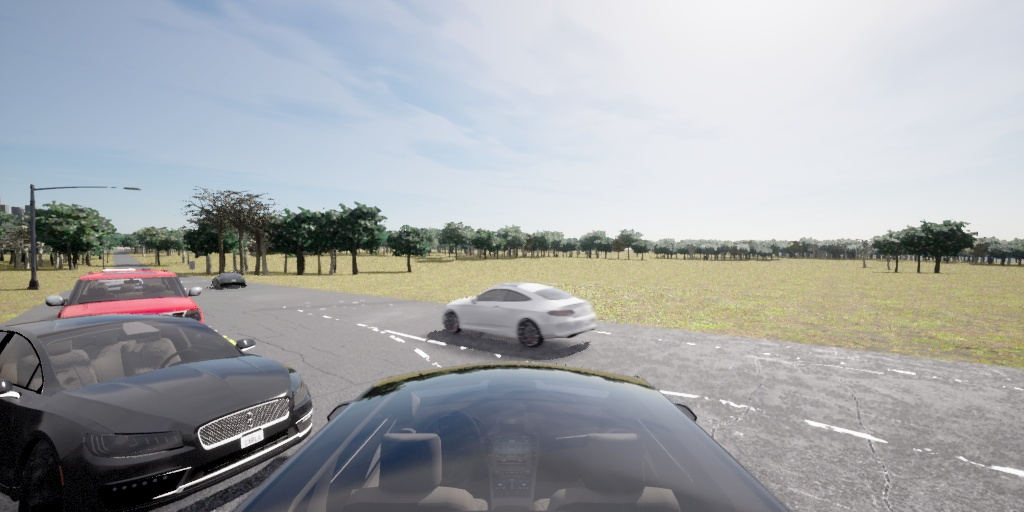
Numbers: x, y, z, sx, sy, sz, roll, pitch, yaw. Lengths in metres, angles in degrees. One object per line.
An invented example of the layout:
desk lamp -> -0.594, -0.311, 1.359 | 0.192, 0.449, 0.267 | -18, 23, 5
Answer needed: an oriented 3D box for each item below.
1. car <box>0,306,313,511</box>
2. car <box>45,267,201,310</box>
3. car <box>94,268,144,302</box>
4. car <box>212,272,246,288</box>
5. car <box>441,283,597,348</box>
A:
car -> -4.488, 1.445, 4.028 | 4.892, 1.490, 1.837 | -3, -3, 22
car -> -9.310, 1.386, 8.766 | 5.566, 2.045, 2.150 | -2, 0, 42
car -> -27.584, 1.891, 25.203 | 5.566, 2.045, 2.150 | -2, 0, 42
car -> -26.757, 2.238, 33.861 | 4.181, 1.385, 1.994 | -2, 0, 42
car -> 0.012, 1.466, 9.818 | 4.674, 1.442, 1.812 | -2, -1, 42
